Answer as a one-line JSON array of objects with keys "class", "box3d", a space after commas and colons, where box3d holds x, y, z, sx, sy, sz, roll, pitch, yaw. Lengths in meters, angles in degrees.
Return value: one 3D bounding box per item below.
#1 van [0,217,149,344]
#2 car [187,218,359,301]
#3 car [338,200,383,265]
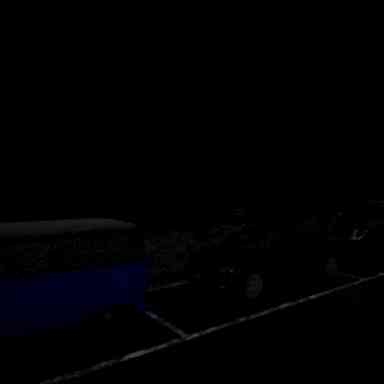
[{"class": "van", "box3d": [-2.607, 1.336, 4.900, 3.998, 1.788, 1.690, -1, 1, -36]}, {"class": "car", "box3d": [1.944, 1.492, 8.208, 4.507, 1.381, 1.887, -1, 1, -36]}, {"class": "car", "box3d": [6.494, 1.213, 11.510, 5.009, 1.841, 2.192, -1, 1, -36]}]
